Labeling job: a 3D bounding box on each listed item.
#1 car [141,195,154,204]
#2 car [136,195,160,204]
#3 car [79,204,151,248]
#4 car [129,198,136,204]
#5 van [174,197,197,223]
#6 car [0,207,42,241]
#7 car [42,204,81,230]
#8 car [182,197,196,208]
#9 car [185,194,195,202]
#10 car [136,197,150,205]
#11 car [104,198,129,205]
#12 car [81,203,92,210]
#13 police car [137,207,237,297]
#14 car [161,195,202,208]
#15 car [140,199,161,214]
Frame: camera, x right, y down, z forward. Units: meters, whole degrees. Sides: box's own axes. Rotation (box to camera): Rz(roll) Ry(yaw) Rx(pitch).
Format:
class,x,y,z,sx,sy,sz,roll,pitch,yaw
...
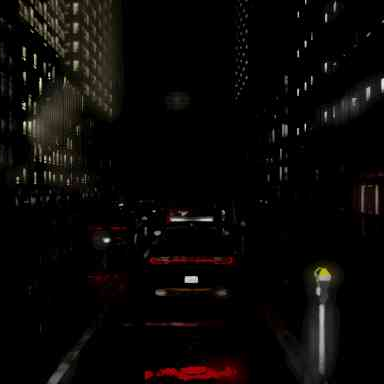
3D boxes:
class,x,y,z,sx,sy,sz,roll,pitch,yaw
car,-8.845,1.426,66.141,1.967,1.590,4.097,-1,0,0
car,-6.149,1.340,47.040,2.097,1.767,4.553,0,0,0
car,-3.142,1.506,14.678,1.837,1.490,4.892,0,0,0
car,-8.843,1.541,49.090,2.008,1.369,4.403,-1,0,0
van,-0.465,1.336,26.356,1.690,1.788,3.998,-1,0,0
car,-8.843,1.542,14.989,1.887,1.381,4.507,-1,0,0
car,-8.844,1.547,20.672,2.008,1.369,4.403,-1,0,0
car,-0.463,1.541,49.090,2.008,1.369,4.403,-1,0,0
car,-0.465,1.298,77.509,2.192,1.841,5.009,-1,0,0
car,-8.843,1.569,60.458,1.802,1.307,4.206,-1,0,0
car,-8.844,1.544,37.723,2.008,1.369,4.403,-1,0,0
car,-8.843,1.577,26.356,1.802,1.307,4.206,-1,0,0
police car,-0.012,1.423,8.762,1.930,1.638,5.238,0,0,0
car,-0.465,1.311,20.672,2.192,1.841,5.009,-1,0,0
car,-3.143,1.559,29.697,1.994,1.385,4.181,0,0,0
